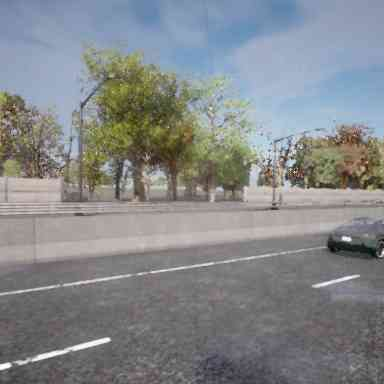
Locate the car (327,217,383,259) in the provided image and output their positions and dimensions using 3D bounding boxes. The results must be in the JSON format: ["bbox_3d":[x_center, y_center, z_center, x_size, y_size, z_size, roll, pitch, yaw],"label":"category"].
[{"bbox_3d":[7.320,1.713,13.354,4.181,1.385,1.994,1,0,-35],"label":"car"}]
